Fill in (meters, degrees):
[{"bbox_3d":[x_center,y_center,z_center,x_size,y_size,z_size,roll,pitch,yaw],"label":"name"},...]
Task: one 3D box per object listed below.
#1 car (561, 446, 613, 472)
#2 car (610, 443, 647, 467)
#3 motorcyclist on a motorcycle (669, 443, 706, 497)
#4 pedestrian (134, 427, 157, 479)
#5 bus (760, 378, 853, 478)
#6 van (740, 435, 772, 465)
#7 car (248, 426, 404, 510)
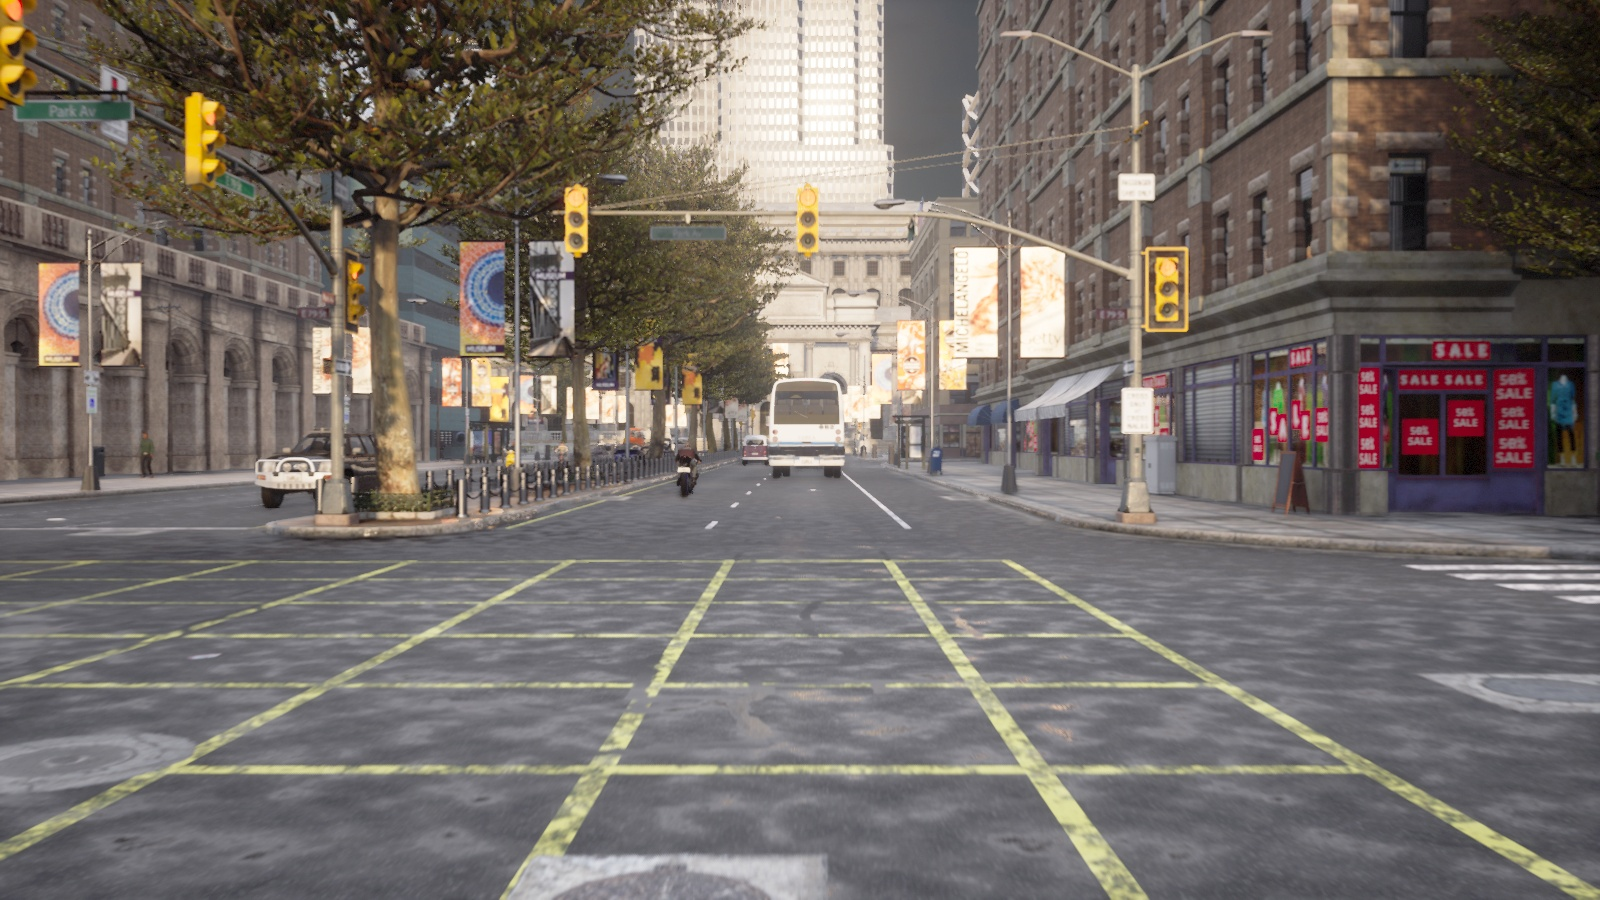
[{"bbox_3d":[-11.119,0.466,65.855,1.895,1.301,4.718,0,0,0],"label":"car"},{"bbox_3d":[-11.033,0.293,81.180,1.816,1.474,4.193,0,0,0],"label":"car"},{"bbox_3d":[-3.281,0.572,36.673,0.866,1.530,2.191,0,0,0],"label":"motorcyclist on a motorcycle"},{"bbox_3d":[-24.778,0.115,47.541,0.423,1.949,0.788,0,0,0],"label":"pedestrian"},{"bbox_3d":[0.341,-0.959,58.430,3.944,4.253,10.273,0,0,1],"label":"bus"},{"bbox_3d":[-3.004,-0.020,86.415,2.069,2.038,4.480,0,0,0],"label":"van"},{"bbox_3d":[-11.257,0.384,30.191,1.932,1.855,4.605,0,0,1],"label":"car"}]
